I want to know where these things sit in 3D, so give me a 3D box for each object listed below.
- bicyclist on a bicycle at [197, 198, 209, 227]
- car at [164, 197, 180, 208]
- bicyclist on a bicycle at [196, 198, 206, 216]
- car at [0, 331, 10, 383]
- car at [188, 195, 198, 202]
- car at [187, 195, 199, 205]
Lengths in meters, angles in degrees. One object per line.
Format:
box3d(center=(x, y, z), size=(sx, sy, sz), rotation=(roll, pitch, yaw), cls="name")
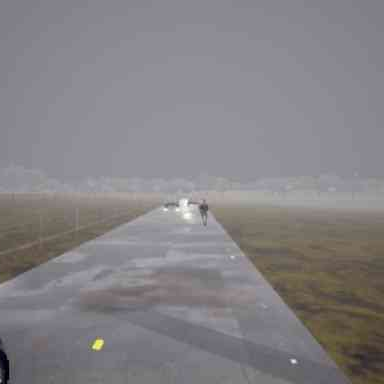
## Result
box3d(center=(0.775, 1.325, 20.720), size=(0.659, 1.776, 1.843), rotation=(0, 0, 0), cls="bicyclist on a bicycle")
box3d(center=(-2.734, 1.385, 45.925), size=(1.882, 1.535, 5.008), rotation=(0, 0, 0), cls="car")
box3d(center=(0.830, 1.369, 30.935), size=(0.866, 1.612, 1.509), rotation=(0, 0, 0), cls="bicyclist on a bicycle")
box3d(center=(-2.849, 1.562, 1.695), size=(1.994, 1.385, 4.181), rotation=(0, 0, 0), cls="car")
box3d(center=(0.243, 1.426, 74.229), size=(2.033, 1.411, 5.357), rotation=(0, 0, 0), cls="car")
box3d(center=(0.235, 1.459, 56.210), size=(1.994, 1.385, 4.181), rotation=(0, 0, 0), cls="car")
